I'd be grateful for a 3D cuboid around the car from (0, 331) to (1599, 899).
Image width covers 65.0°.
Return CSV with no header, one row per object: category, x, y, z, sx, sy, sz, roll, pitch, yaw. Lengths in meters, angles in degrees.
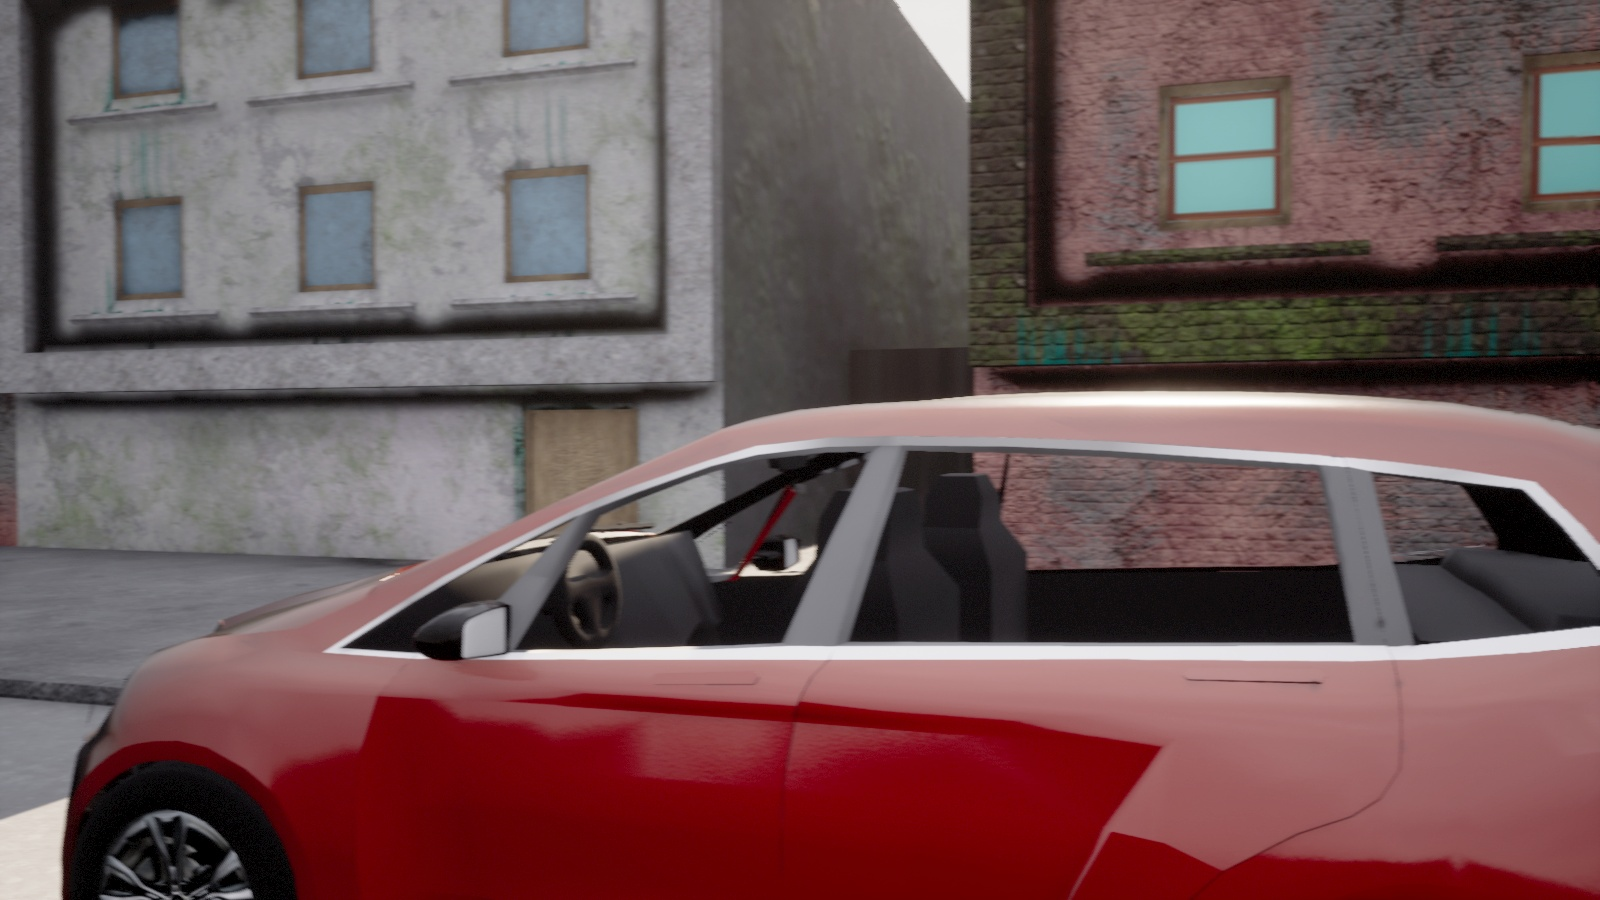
car,0.079,0.607,3.716,4.611,1.667,2.242,1,1,20
